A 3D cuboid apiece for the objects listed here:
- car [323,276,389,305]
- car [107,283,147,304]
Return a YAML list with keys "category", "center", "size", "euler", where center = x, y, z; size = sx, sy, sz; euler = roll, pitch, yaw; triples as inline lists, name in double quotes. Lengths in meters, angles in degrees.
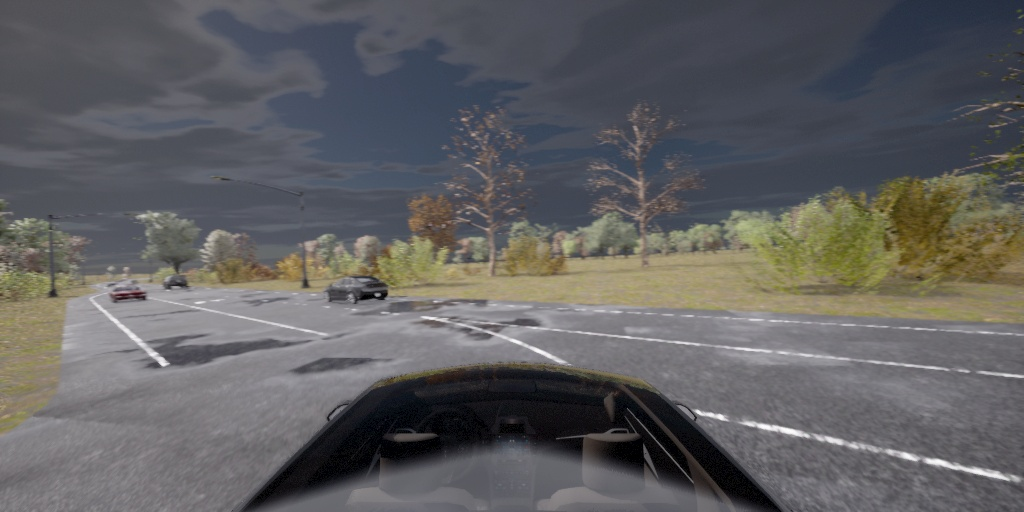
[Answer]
- category: "car"
  center: [-8.866, 1.880, 20.193]
  size: [4.892, 1.490, 1.837]
  euler: [-3, -1, 39]
- category: "car"
  center: [-32.438, 3.221, 30.314]
  size: [4.718, 1.301, 1.895]
  euler: [-3, -1, 39]
